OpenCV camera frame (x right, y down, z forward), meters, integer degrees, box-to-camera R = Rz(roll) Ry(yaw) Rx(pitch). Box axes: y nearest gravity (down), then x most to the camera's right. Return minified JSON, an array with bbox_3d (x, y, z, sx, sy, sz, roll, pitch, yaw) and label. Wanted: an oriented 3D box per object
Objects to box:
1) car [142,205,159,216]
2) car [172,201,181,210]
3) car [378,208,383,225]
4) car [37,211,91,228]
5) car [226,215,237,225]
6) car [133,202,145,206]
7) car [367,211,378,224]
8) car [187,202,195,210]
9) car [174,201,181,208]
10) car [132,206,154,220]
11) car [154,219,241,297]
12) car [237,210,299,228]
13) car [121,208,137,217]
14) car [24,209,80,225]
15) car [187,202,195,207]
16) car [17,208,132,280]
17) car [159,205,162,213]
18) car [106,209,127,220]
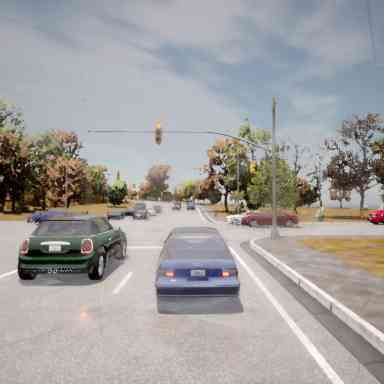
[{"bbox_3d":[-7.252,3.429,57.660,1.812,1.442,4.674,0,-1,0],"label":"car"},{"bbox_3d":[-3.732,3.533,77.806,1.895,1.301,4.718,0,0,0],"label":"car"},{"bbox_3d":[19.792,2.422,29.902,4.674,1.442,1.812,0,-3,-3],"label":"car"},{"bbox_3d":[-11.581,2.481,30.258,4.181,1.385,1.994,0,-3,6],"label":"car"},{"bbox_3d":[5.638,2.566,32.984,4.674,1.442,1.812,0,-3,0],"label":"car"},{"bbox_3d":[-10.705,3.199,68.205,2.150,2.045,5.566,0,0,0],"label":"car"},{"bbox_3d":[20.615,2.277,33.457,5.566,2.045,2.150,-1,-3,-3],"label":"car"},{"bbox_3d":[-0.231,3.462,77.751,1.812,1.442,4.674,0,0,0],"label":"car"},{"bbox_3d":[-3.855,3.243,87.838,1.837,1.490,4.892,0,0,-4],"label":"car"},{"bbox_3d":[-7.232,3.155,47.769,2.128,1.511,4.902,0,-2,1],"label":"car"},{"bbox_3d":[0.065,1.645,8.873,2.033,1.411,5.357,0,-1,-1],"label":"car"},{"bbox_3d":[6.873,2.357,29.496,5.008,1.535,1.882,0,-3,-1],"label":"car"},{"bbox_3d":[-10.754,3.501,57.448,1.895,1.301,4.718,0,-1,0],"label":"car"},{"bbox_3d":[-14.315,2.572,34.093,5.008,1.535,1.882,0,-3,8],"label":"car"},{"bbox_3d":[-0.356,3.299,87.934,1.994,1.385,4.181,0,0,-4],"label":"car"},{"bbox_3d":[-3.447,1.485,10.487,2.097,1.767,4.553,0,-1,0],"label":"car"},{"bbox_3d":[-7.215,3.483,67.950,1.837,1.490,4.892,0,0,0],"label":"car"},{"bbox_3d":[-10.773,3.205,47.571,2.033,1.411,5.357,0,-2,-3],"label":"car"}]
